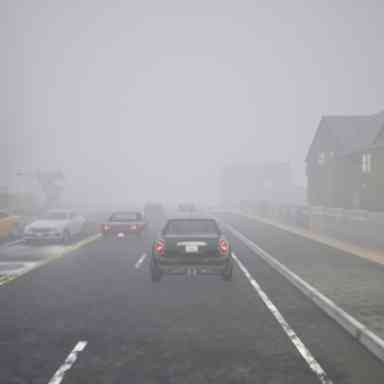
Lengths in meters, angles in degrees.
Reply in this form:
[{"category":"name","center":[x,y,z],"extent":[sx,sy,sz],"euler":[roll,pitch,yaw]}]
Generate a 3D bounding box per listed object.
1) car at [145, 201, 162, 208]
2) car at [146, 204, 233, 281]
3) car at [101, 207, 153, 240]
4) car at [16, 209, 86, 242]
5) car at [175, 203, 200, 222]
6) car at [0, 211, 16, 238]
[{"category":"car","center":[-3.971,1.701,35.780],"extent":[1.882,1.535,5.008],"euler":[0,0,-2]},{"category":"car","center":[-0.023,1.417,10.236],"extent":[2.097,1.767,4.553],"euler":[0,0,-1]},{"category":"car","center":[-3.388,1.716,17.785],"extent":[1.895,1.301,4.718],"euler":[0,0,-1]},{"category":"car","center":[-6.822,1.639,17.104],"extent":[1.812,1.442,4.674],"euler":[0,-1,-1]},{"category":"car","center":[-0.479,1.731,29.663],"extent":[2.033,1.411,5.357],"euler":[0,0,-2]},{"category":"car","center":[-10.043,1.585,15.758],"extent":[1.882,1.535,5.008],"euler":[0,-1,-1]}]
